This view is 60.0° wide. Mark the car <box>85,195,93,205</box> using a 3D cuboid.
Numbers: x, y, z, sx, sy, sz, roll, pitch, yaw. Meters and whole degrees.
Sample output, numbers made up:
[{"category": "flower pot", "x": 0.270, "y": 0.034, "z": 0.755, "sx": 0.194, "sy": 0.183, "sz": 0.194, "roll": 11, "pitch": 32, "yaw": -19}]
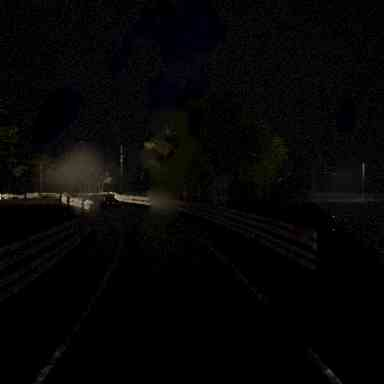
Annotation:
[{"category": "car", "x": -15.073, "y": 1.167, "z": 50.412, "sx": 1.994, "sy": 1.385, "sz": 4.181, "roll": -1, "pitch": 1, "yaw": -21}]

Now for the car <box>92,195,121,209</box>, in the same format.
[{"category": "car", "x": -10.175, "y": 1.287, "z": 40.349, "sx": 2.033, "sy": 1.411, "sz": 5.357, "roll": -1, "pitch": 1, "yaw": -28}]
